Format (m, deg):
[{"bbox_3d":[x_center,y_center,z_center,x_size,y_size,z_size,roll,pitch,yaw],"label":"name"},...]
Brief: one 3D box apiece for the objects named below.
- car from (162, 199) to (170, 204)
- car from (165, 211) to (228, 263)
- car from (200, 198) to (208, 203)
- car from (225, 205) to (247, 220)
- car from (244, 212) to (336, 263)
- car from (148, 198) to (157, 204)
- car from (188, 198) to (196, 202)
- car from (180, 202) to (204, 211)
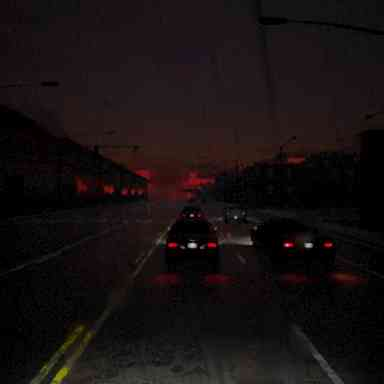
[{"bbox_3d":[-7.022,2.497,88.586,1.895,1.301,4.718,0,-1,0],"label":"car"},{"bbox_3d":[0.009,1.676,12.474,2.033,1.411,5.357,0,-1,0],"label":"car"},{"bbox_3d":[3.476,2.489,95.272,2.128,1.511,4.902,0,-1,0],"label":"car"},{"bbox_3d":[3.816,1.820,28.802,1.812,1.442,4.674,0,0,8],"label":"car"},{"bbox_3d":[3.506,1.676,12.484,2.033,1.411,5.357,0,-1,0],"label":"car"},{"bbox_3d":[-10.522,2.380,88.617,1.882,1.535,5.008,0,-1,0],"label":"car"},{"bbox_3d":[-0.024,2.464,95.263,1.837,1.490,4.892,0,-1,0],"label":"car"},{"bbox_3d":[0.001,1.828,27.455,2.033,1.411,5.357,0,-1,0],"label":"car"}]
